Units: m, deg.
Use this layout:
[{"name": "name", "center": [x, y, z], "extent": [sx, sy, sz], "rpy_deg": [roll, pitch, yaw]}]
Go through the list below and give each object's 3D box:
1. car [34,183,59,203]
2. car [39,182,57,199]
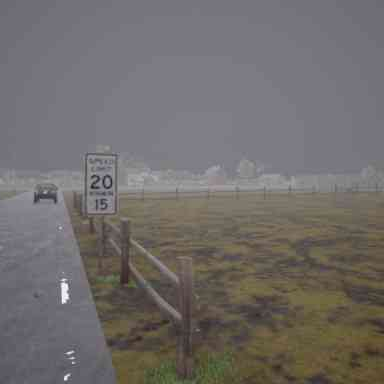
[{"name": "car", "center": [-15.432, 0.068, 35.215], "extent": [2.150, 2.045, 5.566], "rpy_deg": [0, 2, -21]}, {"name": "car", "center": [-19.347, -0.239, 44.854], "extent": [2.150, 2.045, 5.566], "rpy_deg": [0, 2, -22]}]
